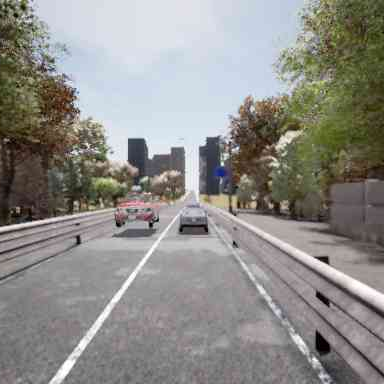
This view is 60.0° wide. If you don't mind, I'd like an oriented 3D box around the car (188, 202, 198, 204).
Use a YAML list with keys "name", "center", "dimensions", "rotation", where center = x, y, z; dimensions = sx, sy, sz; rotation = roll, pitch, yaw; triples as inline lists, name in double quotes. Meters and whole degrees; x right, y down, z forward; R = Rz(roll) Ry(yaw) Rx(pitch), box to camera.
- name: "car"
  center: [0.112, 2.150, 46.358]
  dimensions: [1.812, 1.442, 4.674]
  rotation: [0, -1, 0]

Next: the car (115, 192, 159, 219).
- name: "car"
  center: [-3.245, 1.010, 20.648]
  dimensions: [2.150, 2.045, 5.566]
  rotation: [0, -1, 0]

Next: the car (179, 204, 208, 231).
- name: "car"
  center: [0.104, 1.736, 22.017]
  dimensions: [2.033, 1.411, 5.357]
  rotation: [0, -1, 0]
